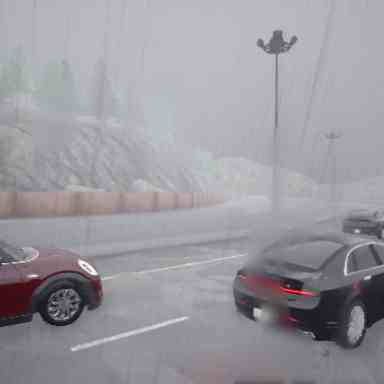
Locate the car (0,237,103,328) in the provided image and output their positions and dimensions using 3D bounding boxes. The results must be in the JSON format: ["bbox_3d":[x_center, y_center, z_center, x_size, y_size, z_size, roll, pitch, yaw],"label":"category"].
[{"bbox_3d":[-3.877,1.362,5.566,4.553,1.767,2.097,1,-1,-36],"label":"car"}]

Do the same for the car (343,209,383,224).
[{"bbox_3d":[9.776,1.700,18.272,1.837,1.490,4.892,0,0,41],"label":"car"}]

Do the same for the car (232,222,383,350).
[{"bbox_3d":[2.869,1.569,6.425,4.892,1.490,1.837,1,0,-40],"label":"car"}]
